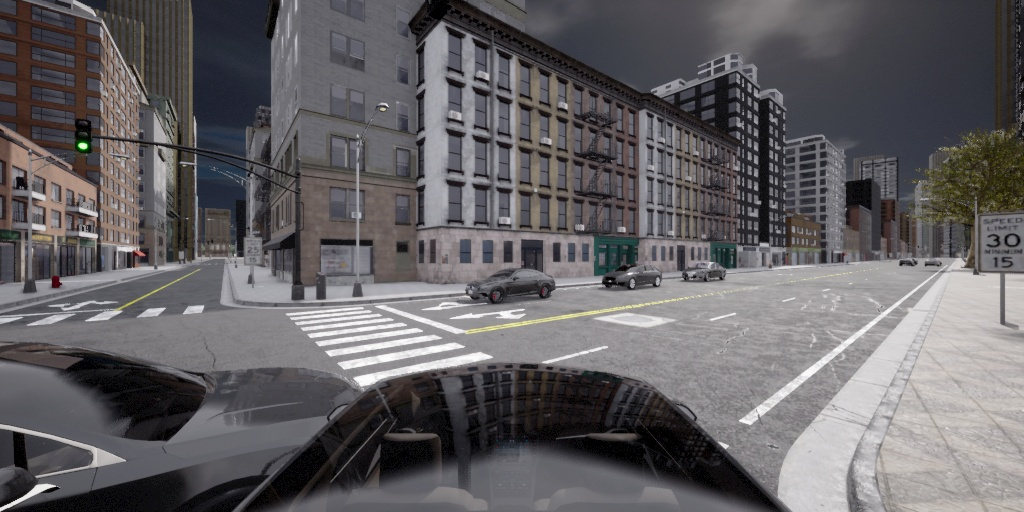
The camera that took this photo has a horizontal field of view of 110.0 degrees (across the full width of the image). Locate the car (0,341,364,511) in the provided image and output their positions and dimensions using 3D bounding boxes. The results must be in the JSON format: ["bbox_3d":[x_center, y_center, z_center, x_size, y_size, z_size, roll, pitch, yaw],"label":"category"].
[{"bbox_3d":[-3.214,1.257,1.842,4.892,1.490,1.837,0,0,-34],"label":"car"}]

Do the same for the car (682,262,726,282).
[{"bbox_3d":[15.806,1.237,29.417,4.902,1.511,2.128,0,0,-39],"label":"car"}]

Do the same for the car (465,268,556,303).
[{"bbox_3d":[0.043,1.287,16.798,4.674,1.442,1.812,0,0,-39],"label":"car"}]

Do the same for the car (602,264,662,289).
[{"bbox_3d":[7.764,1.259,22.985,4.892,1.490,1.837,0,0,-39],"label":"car"}]
